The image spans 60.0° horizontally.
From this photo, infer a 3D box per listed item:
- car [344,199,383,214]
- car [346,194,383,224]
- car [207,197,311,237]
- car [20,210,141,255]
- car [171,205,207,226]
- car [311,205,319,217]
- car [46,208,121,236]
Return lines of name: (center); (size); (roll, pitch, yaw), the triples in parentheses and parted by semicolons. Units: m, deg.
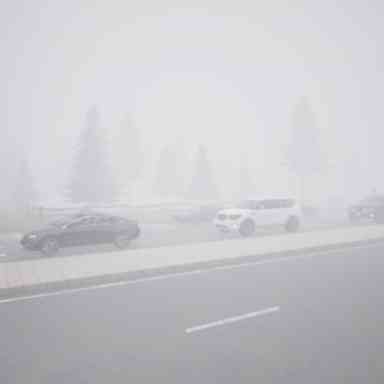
car: (18.669, 1.519, 35.733); (4.674, 1.442, 1.812); (-1, 0, -29)
car: (14.262, 1.202, 25.173); (5.566, 2.045, 2.150); (-1, -1, -30)
car: (3.928, 1.314, 19.214); (5.566, 2.045, 2.150); (-1, -1, -30)
car: (-4.613, 1.678, 14.277); (4.902, 1.511, 2.128); (-1, -1, -30)
car: (1.133, 1.732, 25.678); (5.357, 1.411, 2.033); (-1, 0, -30)
car: (9.610, 1.656, 30.554); (4.181, 1.385, 1.994); (-1, -1, -29)
car: (-6.844, 1.836, 21.070); (4.181, 1.385, 1.994); (-1, -1, -30)
